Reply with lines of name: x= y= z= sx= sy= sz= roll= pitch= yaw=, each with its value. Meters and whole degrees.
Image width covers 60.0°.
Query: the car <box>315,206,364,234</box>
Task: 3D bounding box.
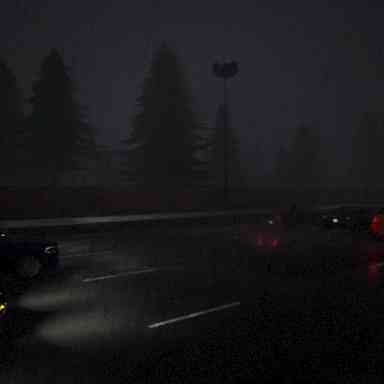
car: x=9.316 y=1.492 z=18.986 sx=4.181 sy=1.385 sz=1.994 roll=0 pitch=0 yaw=-35

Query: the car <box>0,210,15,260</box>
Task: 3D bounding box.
car: x=-8.571 y=1.481 z=10.530 sx=5.008 sy=1.535 sz=1.882 roll=-1 pitch=0 yaw=-35

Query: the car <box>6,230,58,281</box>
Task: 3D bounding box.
car: x=-5.931 y=1.479 z=8.114 sx=5.008 sy=1.535 sz=1.882 roll=0 pitch=0 yaw=-35

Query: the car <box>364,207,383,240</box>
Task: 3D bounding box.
car: x=10.302 y=1.285 z=15.390 sx=4.553 sy=1.767 sz=2.097 roll=0 pitch=0 yaw=-35

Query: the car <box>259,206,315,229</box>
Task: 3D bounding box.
car: x=6.570 y=1.532 z=21.326 sx=4.718 sy=1.301 sz=1.895 roll=0 pitch=0 yaw=-35

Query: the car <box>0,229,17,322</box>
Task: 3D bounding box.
car: x=-5.198 y=1.512 z=4.338 sx=4.892 sy=1.490 sz=1.837 roll=0 pitch=0 yaw=-35
